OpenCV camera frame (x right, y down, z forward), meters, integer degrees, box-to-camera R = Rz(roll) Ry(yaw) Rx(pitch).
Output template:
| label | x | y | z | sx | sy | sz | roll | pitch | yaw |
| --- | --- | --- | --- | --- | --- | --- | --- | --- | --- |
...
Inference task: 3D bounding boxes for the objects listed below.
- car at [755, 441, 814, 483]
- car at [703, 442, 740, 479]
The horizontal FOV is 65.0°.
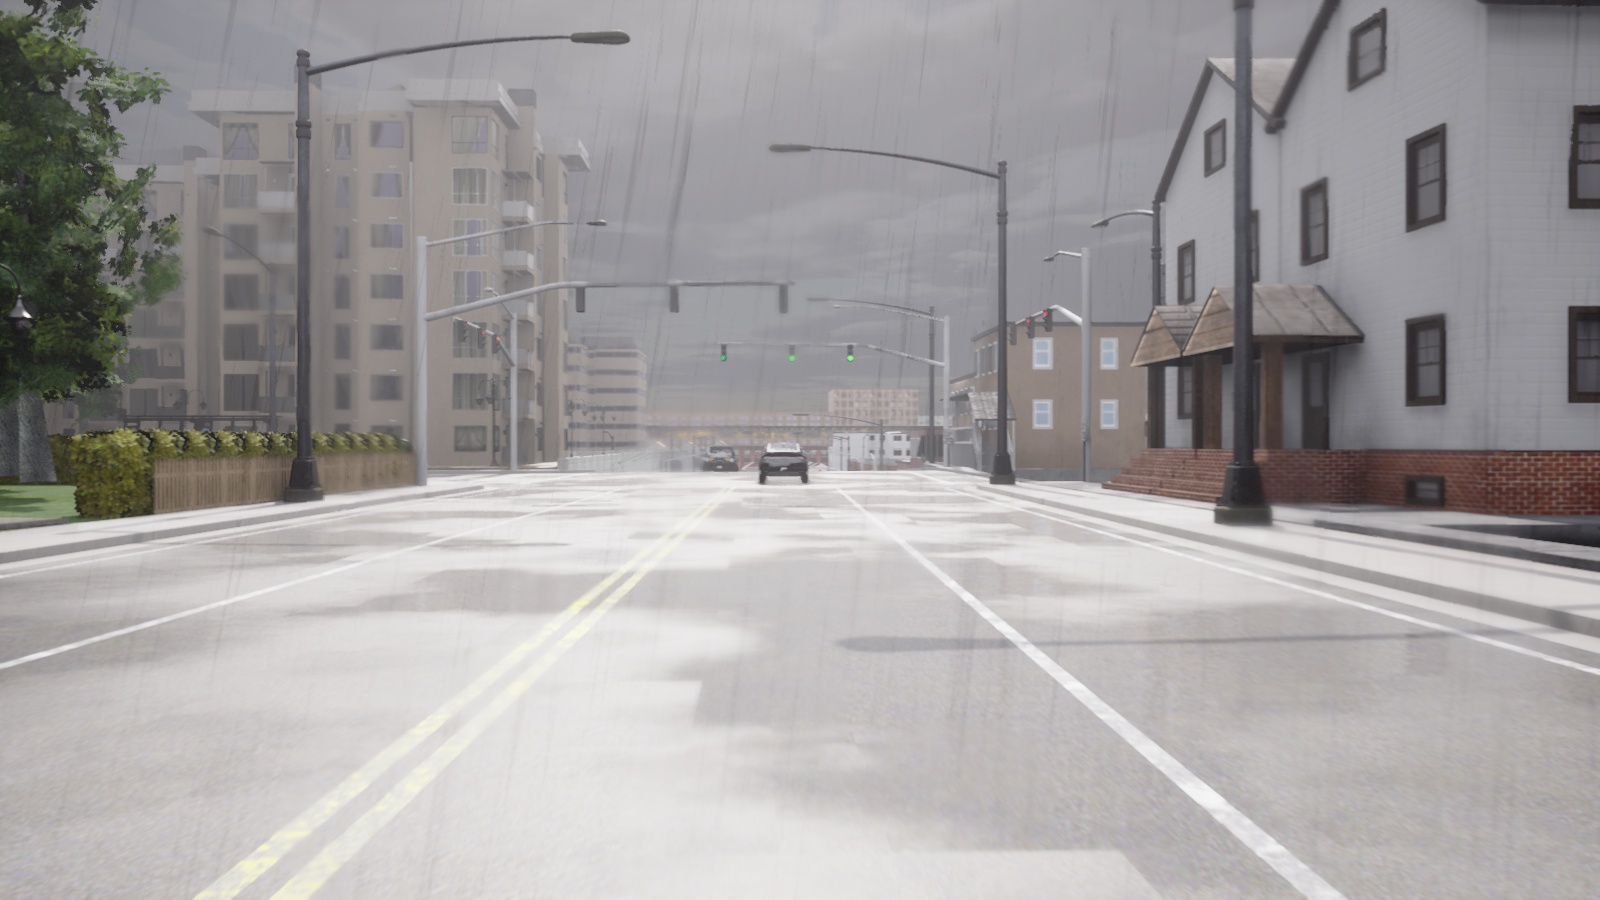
| label | x | y | z | sx | sy | sz | roll | pitch | yaw |
| --- | --- | --- | --- | --- | --- | --- | --- | --- | --- |
| car | -0.599 | 0.415 | 48.000 | 2.128 | 1.511 | 4.902 | 0 | 1 | -1 |
| car | -4.389 | 0.611 | 70.542 | 1.905 | 1.878 | 3.866 | 0 | -4 | -1 |
